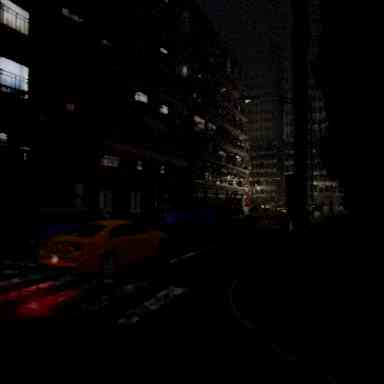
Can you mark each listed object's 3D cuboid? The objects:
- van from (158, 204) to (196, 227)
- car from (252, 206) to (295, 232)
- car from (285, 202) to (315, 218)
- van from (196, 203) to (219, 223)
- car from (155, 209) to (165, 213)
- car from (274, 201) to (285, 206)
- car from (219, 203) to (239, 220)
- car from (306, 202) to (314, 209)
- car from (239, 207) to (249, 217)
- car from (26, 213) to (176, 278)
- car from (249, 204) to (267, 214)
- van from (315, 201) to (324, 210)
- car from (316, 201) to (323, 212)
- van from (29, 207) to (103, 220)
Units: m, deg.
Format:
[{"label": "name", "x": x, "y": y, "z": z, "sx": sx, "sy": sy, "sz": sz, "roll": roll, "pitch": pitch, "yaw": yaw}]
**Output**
[{"label": "van", "x": -1.427, "y": 1.886, "z": 26.552, "sx": 1.690, "sy": 1.788, "sz": 3.998, "roll": 0, "pitch": -1, "yaw": 24}, {"label": "car", "x": 5.837, "y": 1.979, "z": 23.490, "sx": 1.752, "sy": 1.417, "sz": 4.829, "roll": 0, "pitch": -1, "yaw": 24}, {"label": "car", "x": 12.672, "y": 2.123, "z": 38.784, "sx": 2.192, "sy": 1.841, "sz": 5.009, "roll": 0, "pitch": -1, "yaw": 24}, {"label": "van", "x": 0.875, "y": 2.005, "z": 31.700, "sx": 1.690, "sy": 1.788, "sz": 3.998, "roll": 0, "pitch": -1, "yaw": 24}, {"label": "car", "x": -3.728, "y": 2.008, "z": 21.399, "sx": 1.802, "sy": 1.307, "sz": 4.206, "roll": 0, "pitch": -1, "yaw": 24}, {"label": "car", "x": 19.285, "y": 2.945, "z": 72.887, "sx": 2.192, "sy": 1.841, "sz": 5.009, "roll": 0, "pitch": -1, "yaw": 24}, {"label": "car", "x": 3.176, "y": 2.098, "z": 36.849, "sx": 2.192, "sy": 1.841, "sz": 5.009, "roll": 0, "pitch": -1, "yaw": 24}, {"label": "car", "x": 29.093, "y": 3.306, "z": 81.909, "sx": 1.882, "sy": 1.535, "sz": 5.008, "roll": -1, "pitch": -2, "yaw": 20}, {"label": "car", "x": 5.477, "y": 2.485, "z": 41.992, "sx": 1.802, "sy": 1.307, "sz": 4.206, "roll": 0, "pitch": -1, "yaw": 24}, {"label": "car", "x": -2.582, "y": 1.654, "z": 10.944, "sx": 1.882, "sy": 1.535, "sz": 5.008, "roll": -1, "pitch": -1, "yaw": 24}, {"label": "car", "x": 10.079, "y": 2.725, "z": 52.288, "sx": 1.802, "sy": 1.307, "sz": 4.206, "roll": 0, "pitch": -1, "yaw": 24}, {"label": "van", "x": 28.780, "y": 3.000, "z": 74.820, "sx": 1.690, "sy": 1.788, "sz": 3.998, "roll": 0, "pitch": -1, "yaw": 24}, {"label": "car", "x": 21.945, "y": 2.820, "z": 59.527, "sx": 1.752, "sy": 1.417, "sz": 4.829, "roll": 0, "pitch": -1, "yaw": 24}, {"label": "van", "x": -6.029, "y": 1.649, "z": 16.255, "sx": 1.690, "sy": 1.788, "sz": 3.998, "roll": 0, "pitch": -1, "yaw": 24}]
